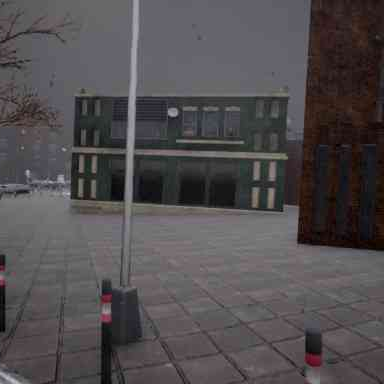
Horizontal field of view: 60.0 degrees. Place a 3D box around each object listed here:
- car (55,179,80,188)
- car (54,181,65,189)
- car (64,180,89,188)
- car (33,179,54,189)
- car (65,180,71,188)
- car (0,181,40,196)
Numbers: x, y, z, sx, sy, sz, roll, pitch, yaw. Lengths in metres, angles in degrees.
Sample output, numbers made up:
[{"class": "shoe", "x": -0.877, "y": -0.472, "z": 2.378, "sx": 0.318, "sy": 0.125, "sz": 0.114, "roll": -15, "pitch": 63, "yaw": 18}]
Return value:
[{"class": "car", "x": -26.354, "y": -1.774, "z": 70.518, "sx": 4.553, "sy": 1.767, "sz": 2.185, "roll": 3, "pitch": 3, "yaw": 20}, {"class": "car", "x": -28.262, "y": -1.508, "z": 65.350, "sx": 5.008, "sy": 1.535, "sz": 2.097, "roll": 3, "pitch": 2, "yaw": 20}, {"class": "car", "x": -25.458, "y": -1.723, "z": 73.134, "sx": 4.892, "sy": 1.521, "sz": 2.231, "roll": 3, "pitch": 3, "yaw": 20}, {"class": "car", "x": -29.158, "y": -1.565, "z": 62.734, "sx": 4.553, "sy": 1.767, "sz": 2.185, "roll": 3, "pitch": 2, "yaw": 20}, {"class": "car", "x": -27.322, "y": -1.539, "z": 67.941, "sx": 4.674, "sy": 1.452, "sz": 2.002, "roll": 3, "pitch": 3, "yaw": 20}, {"class": "car", "x": -22.235, "y": -0.303, "z": 42.391, "sx": 2.128, "sy": 1.511, "sz": 4.902, "roll": 3, "pitch": 2, "yaw": 12}]
